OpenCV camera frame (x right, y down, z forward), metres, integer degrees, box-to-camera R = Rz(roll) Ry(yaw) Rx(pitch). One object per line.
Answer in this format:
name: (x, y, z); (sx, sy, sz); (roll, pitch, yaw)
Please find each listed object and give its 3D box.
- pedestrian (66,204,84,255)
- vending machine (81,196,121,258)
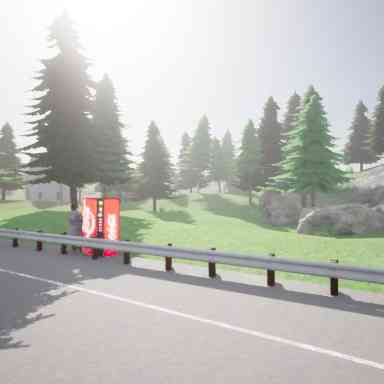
pedestrian: (-4.206, 1.294, 11.939); (0.375, 1.860, 0.375); (0, 0, 32)
vending machine: (-3.292, 1.195, 12.045); (0.880, 2.100, 1.100); (0, 0, 33)
